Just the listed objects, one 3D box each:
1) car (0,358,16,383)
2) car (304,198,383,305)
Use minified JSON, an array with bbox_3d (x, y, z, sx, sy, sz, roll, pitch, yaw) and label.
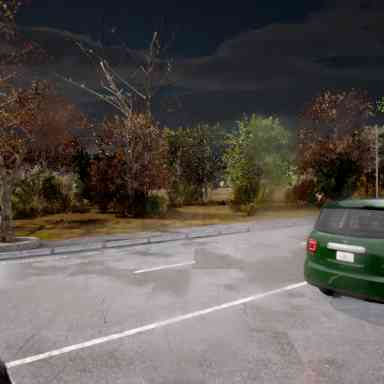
[{"bbox_3d":[-3.411,1.484,1.315,4.902,1.511,2.128,1,0,-35],"label":"car"},{"bbox_3d":[4.752,1.134,7.126,5.566,2.045,2.150,-1,1,-35],"label":"car"}]
